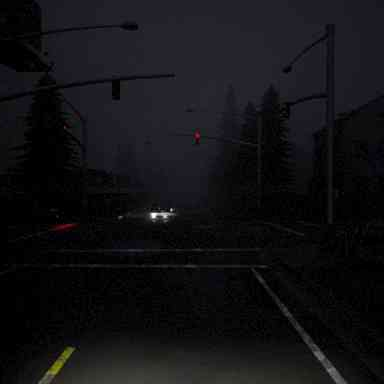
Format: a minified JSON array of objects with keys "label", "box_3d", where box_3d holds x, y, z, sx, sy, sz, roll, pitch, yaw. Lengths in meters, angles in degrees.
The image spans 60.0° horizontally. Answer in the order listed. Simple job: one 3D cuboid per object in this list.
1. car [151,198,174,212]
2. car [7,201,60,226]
[{"label":"car","box_3d":[-3.515,1.576,37.996,1.994,1.385,4.181,0,0,0]},{"label":"car","box_3d":[-11.091,1.324,21.404,4.902,1.511,2.128,1,0,-1]}]
